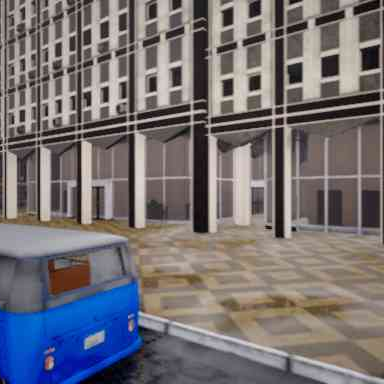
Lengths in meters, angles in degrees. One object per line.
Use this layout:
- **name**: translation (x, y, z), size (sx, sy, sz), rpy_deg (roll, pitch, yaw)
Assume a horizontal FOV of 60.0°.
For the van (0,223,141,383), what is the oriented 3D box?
- **van**: translation (-2.569, 1.388, 4.695), size (3.998, 1.788, 1.690), rpy_deg (-1, 0, 35)
